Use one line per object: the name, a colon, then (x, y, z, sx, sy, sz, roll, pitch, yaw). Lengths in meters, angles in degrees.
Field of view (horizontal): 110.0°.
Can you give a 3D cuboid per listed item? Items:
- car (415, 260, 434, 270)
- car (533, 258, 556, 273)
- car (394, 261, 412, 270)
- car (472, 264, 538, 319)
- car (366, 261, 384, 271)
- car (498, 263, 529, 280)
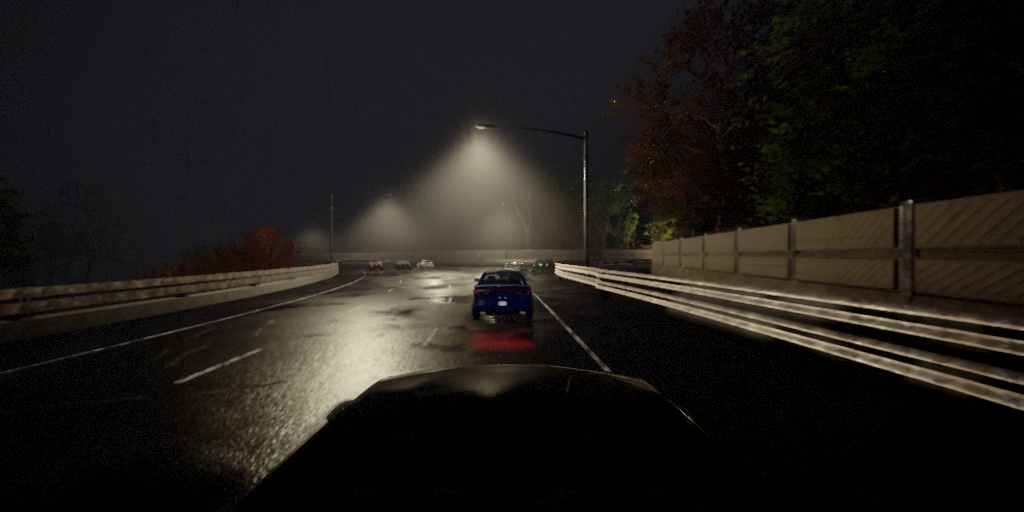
car: (-13.009, 1.294, 53.632, 1.812, 1.442, 4.674, 0, 0, -27)
car: (4.083, 1.058, 42.018, 2.097, 1.767, 4.553, 0, 0, 25)
car: (-15.667, 1.382, 51.254, 1.895, 1.301, 4.718, 0, 0, -26)
car: (-0.352, 1.222, 12.855, 1.882, 1.535, 5.008, 0, 0, -2)
car: (-19.781, 1.399, 51.600, 1.895, 1.301, 4.718, 0, 0, -28)
car: (0.218, 1.330, 31.771, 1.895, 1.301, 4.718, 0, 0, 11)
